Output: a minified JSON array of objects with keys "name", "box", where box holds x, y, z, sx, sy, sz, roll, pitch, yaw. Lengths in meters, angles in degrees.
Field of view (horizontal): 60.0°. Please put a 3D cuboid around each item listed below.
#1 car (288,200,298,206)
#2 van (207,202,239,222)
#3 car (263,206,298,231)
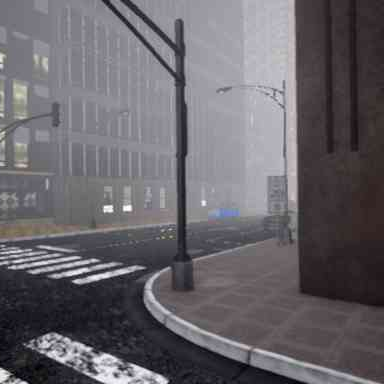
[{"name":"car","box":[12.624,2.094,45.591,2.192,1.841,5.009,-2,-2,35]},{"name":"van","box":[3.010,1.898,32.058,1.690,1.788,3.998,-2,-2,35]},{"name":"car","box":[6.318,1.912,22.956,2.008,1.369,4.403,-2,-2,35]}]
